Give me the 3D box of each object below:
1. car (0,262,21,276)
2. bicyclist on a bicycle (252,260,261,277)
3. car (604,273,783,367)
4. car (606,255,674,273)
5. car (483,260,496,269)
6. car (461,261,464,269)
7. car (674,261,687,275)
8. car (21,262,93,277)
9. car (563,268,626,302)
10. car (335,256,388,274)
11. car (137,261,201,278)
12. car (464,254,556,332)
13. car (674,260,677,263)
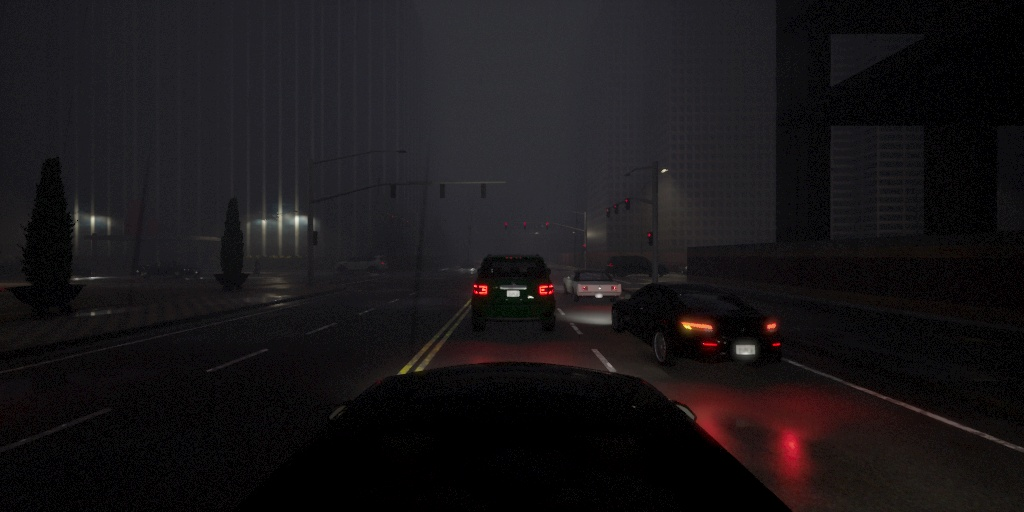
[{"bbox_3d":[-50.677,1.314,36.613,4.181,1.385,1.994,0,0,3],"label":"car"},{"bbox_3d":[-24.643,1.203,34.599,0.582,1.620,1.656,0,0,-13],"label":"bicyclist on a bicycle"},{"bbox_3d":[3.589,1.276,7.814,1.812,1.442,4.674,0,0,0],"label":"car"},{"bbox_3d":[11.599,0.971,33.503,5.566,2.045,2.150,0,0,2],"label":"car"},{"bbox_3d":[-3.546,1.351,57.554,1.895,1.301,4.718,0,0,0],"label":"car"},{"bbox_3d":[-7.046,1.275,57.744,1.812,1.442,4.674,0,0,0],"label":"car"},{"bbox_3d":[19.879,1.351,37.210,4.718,1.301,1.895,0,0,1],"label":"car"},{"bbox_3d":[-41.552,1.314,33.033,4.181,1.385,1.994,0,0,0],"label":"car"},{"bbox_3d":[3.594,1.351,16.975,1.895,1.301,4.718,0,0,0],"label":"car"},{"bbox_3d":[-16.703,0.971,39.983,5.566,2.045,2.150,0,0,0],"label":"car"},{"bbox_3d":[-31.584,1.241,33.080,4.902,1.511,2.128,0,0,0],"label":"car"},{"bbox_3d":[0.058,0.971,11.057,2.150,2.045,5.566,0,0,1],"label":"car"},{"bbox_3d":[17.810,1.228,40.723,5.008,1.535,1.882,0,0,0],"label":"car"}]
